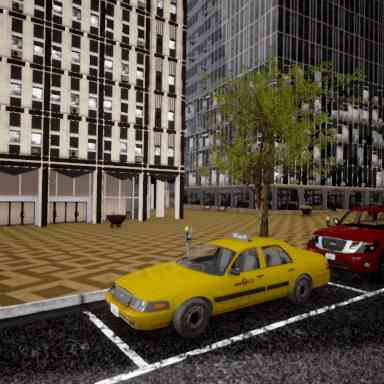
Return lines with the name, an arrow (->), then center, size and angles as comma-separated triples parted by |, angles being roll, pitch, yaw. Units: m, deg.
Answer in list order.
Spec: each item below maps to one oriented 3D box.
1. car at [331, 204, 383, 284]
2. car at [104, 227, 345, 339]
car -> 5.609, 1.322, 9.835 | 5.009, 1.841, 2.192 | 0, 1, -34
car -> 0.770, 1.528, 6.574 | 4.829, 1.417, 1.752 | 0, 1, -35
